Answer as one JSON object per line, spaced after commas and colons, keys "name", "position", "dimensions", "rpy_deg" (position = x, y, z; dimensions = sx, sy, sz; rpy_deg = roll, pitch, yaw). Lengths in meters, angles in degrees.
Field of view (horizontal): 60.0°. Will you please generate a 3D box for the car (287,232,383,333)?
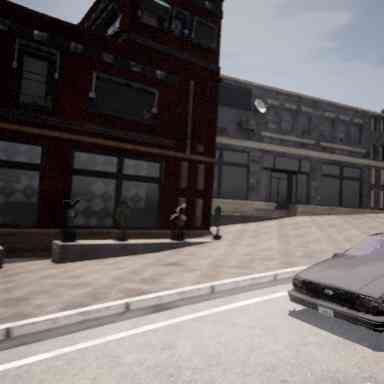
{"name": "car", "position": [4.426, 1.535, 6.747], "dimensions": [5.357, 1.411, 2.033], "rpy_deg": [0, 0, -31]}
